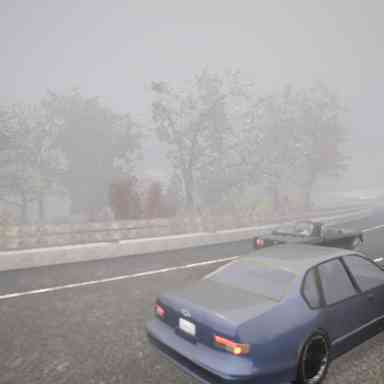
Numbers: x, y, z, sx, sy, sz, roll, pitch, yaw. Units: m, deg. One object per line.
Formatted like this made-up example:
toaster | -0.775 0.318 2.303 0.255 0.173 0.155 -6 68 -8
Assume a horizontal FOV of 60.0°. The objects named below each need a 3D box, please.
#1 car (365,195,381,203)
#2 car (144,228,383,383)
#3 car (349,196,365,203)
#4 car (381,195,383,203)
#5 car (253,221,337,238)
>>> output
car | 43.685 2.030 82.138 2.033 1.411 5.357 0 0 3
car | 1.914 1.585 5.350 5.357 1.411 2.033 0 -1 -38
car | 40.197 1.856 82.420 2.097 1.767 4.553 0 0 3
car | 47.172 1.705 81.860 2.150 2.045 5.566 0 0 3
car | 4.356 1.682 11.958 4.718 1.301 1.895 0 -1 -41
